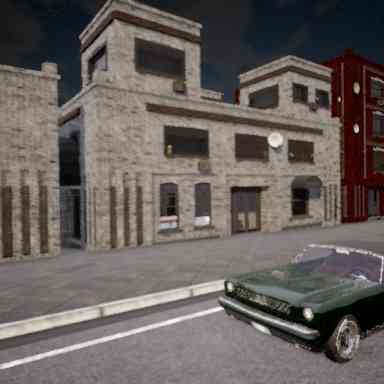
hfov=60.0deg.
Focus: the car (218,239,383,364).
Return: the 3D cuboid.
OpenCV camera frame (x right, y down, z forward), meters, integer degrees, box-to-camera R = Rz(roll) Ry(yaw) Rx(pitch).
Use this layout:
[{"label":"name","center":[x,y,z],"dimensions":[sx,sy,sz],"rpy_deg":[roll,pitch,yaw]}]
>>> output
[{"label":"car","center":[2.767,1.601,5.964],"dimensions":[4.718,1.301,1.895],"rpy_deg":[0,0,-35]}]
